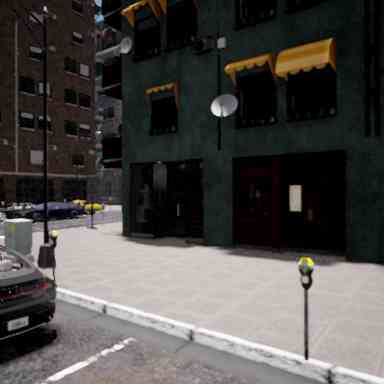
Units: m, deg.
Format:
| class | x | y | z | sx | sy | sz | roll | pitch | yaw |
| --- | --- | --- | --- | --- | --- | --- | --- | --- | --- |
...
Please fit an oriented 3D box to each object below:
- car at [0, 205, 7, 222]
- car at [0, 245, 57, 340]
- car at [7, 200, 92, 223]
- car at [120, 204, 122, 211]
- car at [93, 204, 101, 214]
| class | x | y | z | sx | sy | sz | roll | pitch | yaw |
| --- | --- | --- | --- | --- | --- | --- | --- | --- | --- |
| car | -13.687 | 1.504 | 25.886 | 2.008 | 1.369 | 4.403 | 1 | 1 | 35 |
| car | -4.161 | 1.591 | 5.856 | 4.403 | 1.369 | 2.008 | 0 | 0 | 36 |
| car | -10.733 | 1.465 | 25.560 | 2.033 | 1.411 | 5.357 | 0 | 1 | 39 |
| car | -5.054 | 1.382 | 33.707 | 1.895 | 1.301 | 4.718 | 0 | 1 | 35 |
| car | -10.589 | 1.404 | 30.305 | 1.752 | 1.417 | 4.829 | 1 | 1 | 35 |
